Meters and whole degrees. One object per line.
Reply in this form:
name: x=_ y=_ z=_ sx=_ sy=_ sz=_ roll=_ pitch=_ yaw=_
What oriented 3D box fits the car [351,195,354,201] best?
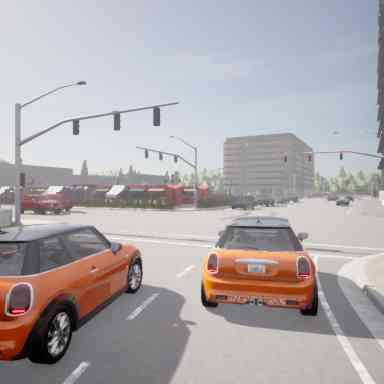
car: x=36.766 y=1.500 z=77.798 sx=1.837 sy=1.490 sz=4.892 roll=0 pitch=0 yaw=28

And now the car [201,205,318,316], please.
car: x=1.631 y=1.352 z=7.851 sx=2.097 sy=1.767 sz=4.553 roll=0 pitch=0 yaw=14

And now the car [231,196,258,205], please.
car: x=6.648 y=1.601 z=42.977 sx=1.895 sy=1.301 sz=4.718 roll=0 pitch=0 yaw=28

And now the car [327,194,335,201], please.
car: x=33.631 y=1.355 z=79.356 sx=2.097 sy=1.767 sz=4.553 roll=0 pitch=0 yaw=28

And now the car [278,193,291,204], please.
car: x=16.156 y=1.491 z=61.113 sx=2.128 sy=1.511 sz=4.902 roll=0 pitch=0 yaw=28

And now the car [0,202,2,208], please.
car: x=-25.241 y=1.277 z=39.693 sx=5.566 sy=2.045 sz=2.150 roll=0 pitch=0 yaw=28

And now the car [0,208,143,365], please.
car: x=-2.486 y=1.352 z=6.145 sx=2.097 sy=1.767 sz=4.553 roll=0 pitch=0 yaw=10

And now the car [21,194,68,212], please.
car: x=-16.095 y=1.277 z=34.834 sx=5.566 sy=2.045 sz=2.150 roll=0 pitch=0 yaw=28

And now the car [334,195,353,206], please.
car: x=25.282 y=1.600 z=55.571 sx=1.895 sy=1.301 sz=4.718 roll=0 pitch=0 yaw=28

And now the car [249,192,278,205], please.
car: x=11.146 y=1.218 z=51.568 sx=2.150 sy=2.045 sz=5.566 roll=0 pitch=0 yaw=28

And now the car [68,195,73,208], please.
car: x=-16.535 y=1.277 z=39.267 sx=5.566 sy=2.045 sz=2.150 roll=0 pitch=0 yaw=28

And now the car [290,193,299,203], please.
car: x=21.108 y=1.225 z=70.482 sx=2.150 sy=2.045 sz=5.566 roll=0 pitch=0 yaw=28
